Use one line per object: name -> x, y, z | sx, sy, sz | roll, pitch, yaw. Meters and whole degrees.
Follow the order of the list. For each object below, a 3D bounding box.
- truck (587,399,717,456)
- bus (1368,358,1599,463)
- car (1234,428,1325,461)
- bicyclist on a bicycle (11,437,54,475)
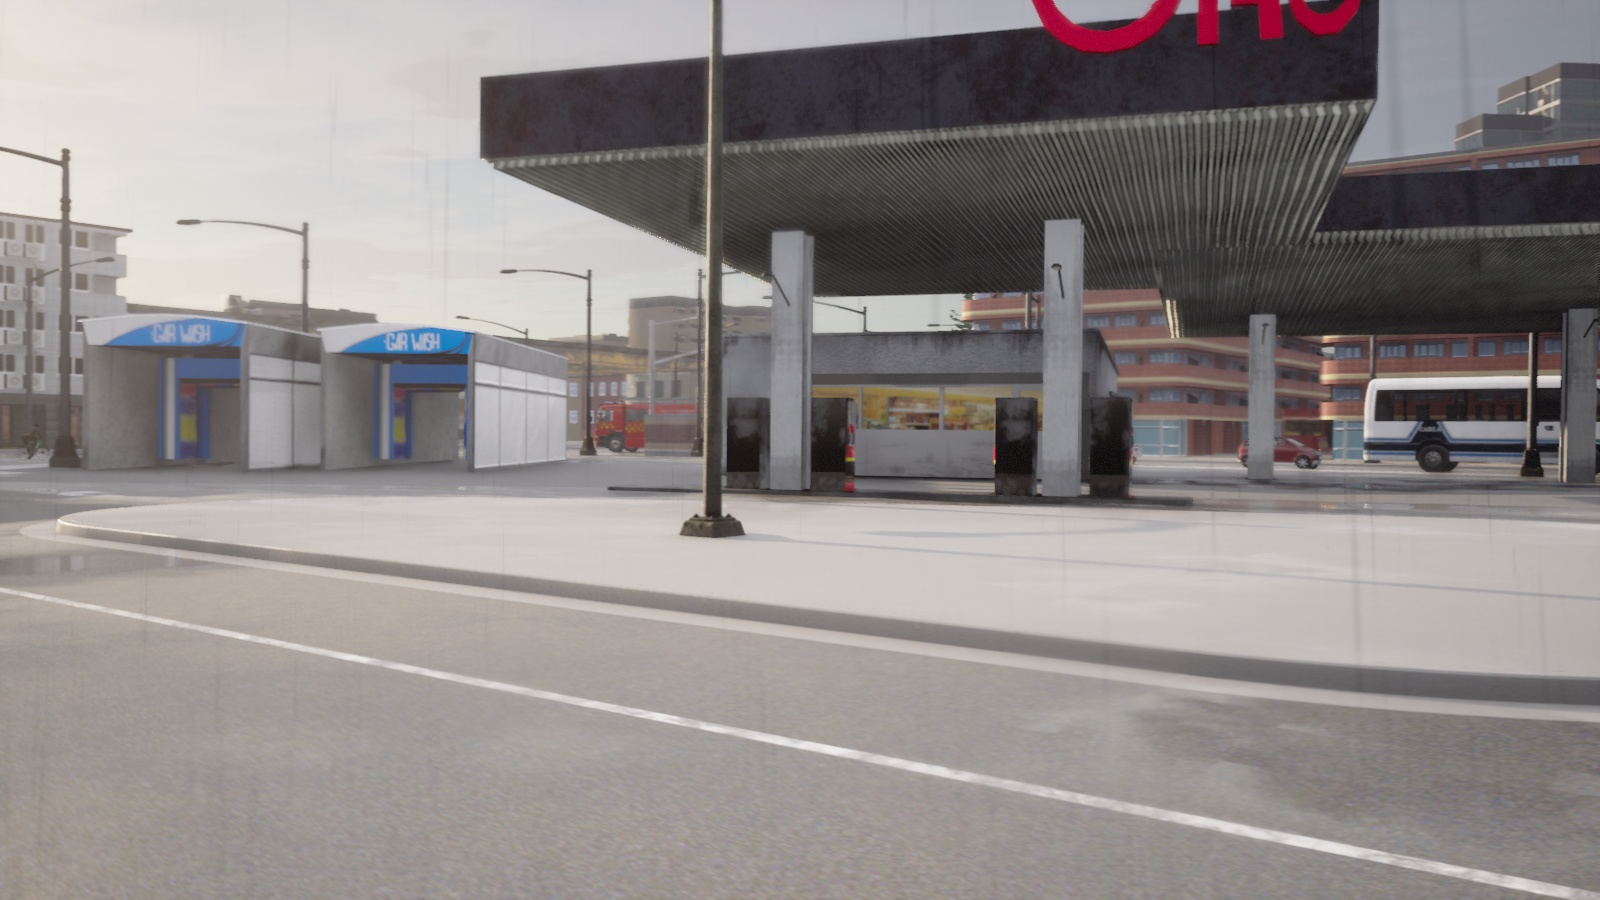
truck -> -10.284, -1.515, 87.289 | 8.468, 3.827, 2.891 | 0, 1, 18
bus -> 30.620, -1.624, 54.568 | 10.273, 4.253, 3.944 | 0, 1, 35
car -> 22.930, -0.274, 60.065 | 3.705, 1.549, 1.789 | 0, 1, 35
bicyclist on a bicycle -> -33.372, 0.259, 54.614 | 0.582, 1.620, 1.656 | 0, 1, 15
